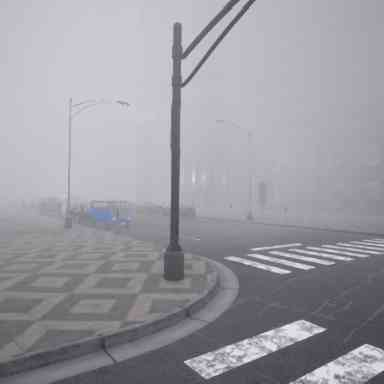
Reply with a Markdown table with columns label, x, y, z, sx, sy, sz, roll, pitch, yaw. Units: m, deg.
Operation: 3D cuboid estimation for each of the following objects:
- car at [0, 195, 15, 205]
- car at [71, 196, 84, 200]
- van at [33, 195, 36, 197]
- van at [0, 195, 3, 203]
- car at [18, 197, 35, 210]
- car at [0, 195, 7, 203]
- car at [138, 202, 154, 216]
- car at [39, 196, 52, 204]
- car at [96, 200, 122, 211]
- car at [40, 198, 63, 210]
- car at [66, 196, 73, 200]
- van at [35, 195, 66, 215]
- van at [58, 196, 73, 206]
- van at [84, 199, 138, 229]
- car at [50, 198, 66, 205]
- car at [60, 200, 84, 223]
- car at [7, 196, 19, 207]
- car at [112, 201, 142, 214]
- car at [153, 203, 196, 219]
| label | x | y | z | sx | sy | sz | roll | pitch | yaw |
| --- | --- | --- | --- | --- | --- | --- | --- | --- | --- |
| car | -37.037 | 1.731 | 66.230 | 1.752 | 1.417 | 4.829 | 1 | -1 | -35 |
| car | -17.395 | 1.816 | 53.241 | 1.887 | 1.381 | 4.507 | 1 | -1 | -35 |
| van | -36.538 | 1.741 | 80.308 | 1.690 | 1.788 | 3.998 | 1 | -1 | -35 |
| van | -46.701 | 1.613 | 79.906 | 1.690 | 1.788 | 3.998 | 1 | -1 | -35 |
| car | -21.191 | 1.681 | 43.810 | 1.802 | 1.307 | 4.206 | 1 | -1 | -35 |
| car | -43.511 | 1.565 | 75.394 | 2.192 | 1.841 | 5.009 | 1 | -1 | -35 |
| car | -4.631 | 1.731 | 35.198 | 1.887 | 1.381 | 4.507 | 1 | -1 | -35 |
| car | -33.349 | 1.819 | 75.797 | 1.967 | 1.590 | 4.097 | 1 | -1 | -35 |
| car | -11.110 | 1.754 | 44.358 | 1.752 | 1.417 | 4.829 | 1 | -1 | -35 |
| car | -19.702 | 1.658 | 46.512 | 1.837 | 1.490 | 4.892 | 1 | -1 | -35 |
| car | -20.583 | 1.607 | 57.754 | 2.192 | 1.841 | 5.009 | 1 | -1 | -35 |
| van | -14.810 | 1.397 | 34.789 | 1.690 | 1.788 | 3.998 | 1 | -1 | -35 |
| van | -23.775 | 1.655 | 62.265 | 1.690 | 1.788 | 3.998 | 1 | -1 | -35 |
| van | -5.243 | 1.336 | 21.255 | 1.690 | 1.788 | 3.998 | 1 | -1 | -35 |
| car | -26.968 | 1.886 | 66.774 | 2.008 | 1.369 | 4.403 | 1 | -1 | -35 |
| car | -8.435 | 1.559 | 25.764 | 1.887 | 1.381 | 4.507 | 1 | -1 | -35 |
| car | -27.569 | 1.693 | 52.834 | 2.008 | 1.369 | 4.403 | 1 | -1 | -35 |
| car | -7.821 | 1.752 | 39.709 | 1.887 | 1.381 | 4.507 | 1 | -1 | -35 |
| car | -1.440 | 1.710 | 30.687 | 1.887 | 1.381 | 4.507 | 1 | -1 | -35 |
